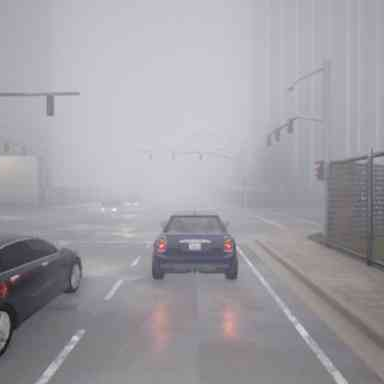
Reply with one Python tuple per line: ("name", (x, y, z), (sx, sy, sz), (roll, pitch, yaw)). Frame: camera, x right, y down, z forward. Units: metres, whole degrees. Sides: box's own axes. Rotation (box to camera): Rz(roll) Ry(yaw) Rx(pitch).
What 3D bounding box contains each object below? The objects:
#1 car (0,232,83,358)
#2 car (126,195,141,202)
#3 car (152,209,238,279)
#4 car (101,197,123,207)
("car", (-3.439, 1.463, 5.793), (1.837, 1.490, 4.892), (0, 0, 0))
("car", (-10.539, 1.179, 60.007), (1.895, 1.301, 4.718), (0, 0, 0))
("car", (0.078, 1.281, 9.924), (2.097, 1.767, 4.553), (0, 0, 0))
("car", (-10.587, 1.291, 44.117), (1.895, 1.301, 4.718), (0, 0, 0))
